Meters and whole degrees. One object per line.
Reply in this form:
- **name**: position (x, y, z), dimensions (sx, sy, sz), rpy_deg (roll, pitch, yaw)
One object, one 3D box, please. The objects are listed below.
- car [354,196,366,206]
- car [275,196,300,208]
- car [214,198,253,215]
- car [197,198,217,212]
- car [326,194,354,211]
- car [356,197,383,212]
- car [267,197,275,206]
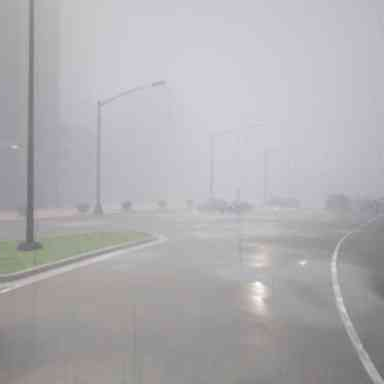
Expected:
- **car**: position (26.039, 1.656, 53.440), dimensions (2.033, 1.411, 5.357), rpy_deg (1, 0, 34)
- **car**: position (14.284, 1.527, 48.681), dimensions (1.837, 1.490, 4.892), rpy_deg (1, 0, 34)
- **car**: position (4.549, 1.569, 34.309), dimensions (1.895, 1.301, 4.718), rpy_deg (1, 0, 34)
- **car**: position (2.445, 1.436, 37.440), dimensions (2.128, 1.511, 4.902), rpy_deg (1, 0, 34)
- **car**: position (18.611, 1.291, 42.280), dimensions (2.150, 2.045, 5.566), rpy_deg (1, 0, 34)
- **car**: position (22.297, 1.649, 41.472), dimensions (2.033, 1.411, 5.357), rpy_deg (1, 0, 34)
- **car**: position (13.883, 1.511, 54.290), dimensions (1.837, 1.490, 4.892), rpy_deg (1, 0, 35)
